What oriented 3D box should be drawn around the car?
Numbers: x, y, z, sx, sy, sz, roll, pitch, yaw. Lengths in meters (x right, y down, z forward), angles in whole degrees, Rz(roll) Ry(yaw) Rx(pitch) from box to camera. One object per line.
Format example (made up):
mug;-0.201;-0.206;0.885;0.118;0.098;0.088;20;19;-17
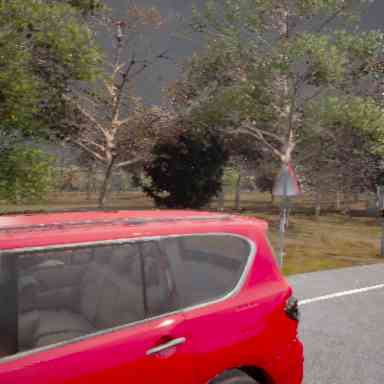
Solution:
car;-1.588;1.199;2.377;5.566;2.045;2.150;0;0;-34
